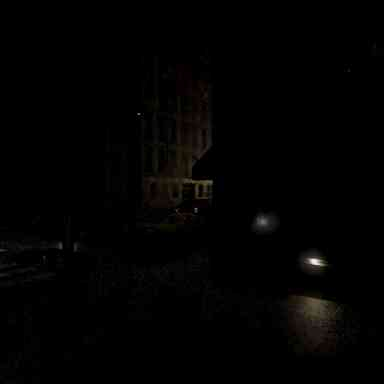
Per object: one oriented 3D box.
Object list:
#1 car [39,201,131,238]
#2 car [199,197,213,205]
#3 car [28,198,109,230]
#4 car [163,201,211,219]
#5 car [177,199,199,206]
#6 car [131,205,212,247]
[{"bbox_3d":[-5.159,1.451,17.779,1.882,1.535,5.008,0,0,34],"label":"car"},{"bbox_3d":[2.896,1.310,19.618,2.192,1.841,5.009,0,0,36],"label":"car"},{"bbox_3d":[-6.931,1.275,19.670,2.192,1.841,5.009,0,0,36],"label":"car"},{"bbox_3d":[-0.330,1.514,28.912,1.947,1.339,4.313,0,0,36],"label":"car"},{"bbox_3d":[0.676,1.315,25.948,2.097,1.767,4.553,0,0,35],"label":"car"},{"bbox_3d":[-0.308,1.526,15.136,1.752,1.417,4.829,0,0,36],"label":"car"}]
